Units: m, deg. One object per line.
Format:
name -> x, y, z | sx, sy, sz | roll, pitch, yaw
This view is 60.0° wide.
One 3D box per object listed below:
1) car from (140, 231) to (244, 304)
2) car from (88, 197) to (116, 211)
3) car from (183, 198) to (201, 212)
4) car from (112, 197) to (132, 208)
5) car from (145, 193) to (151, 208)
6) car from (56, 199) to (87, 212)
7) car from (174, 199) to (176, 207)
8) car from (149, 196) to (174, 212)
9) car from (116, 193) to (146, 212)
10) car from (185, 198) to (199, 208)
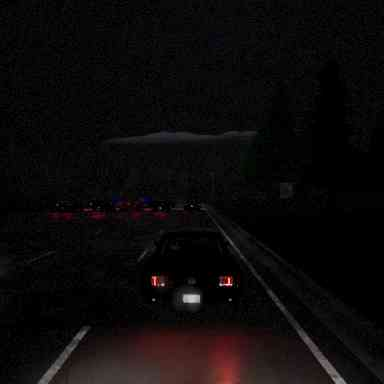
car -> -0.001, 1.601, 8.112 | 1.895, 1.301, 4.718 | 0, 0, 0
car -> -10.488, 1.505, 39.914 | 1.837, 1.490, 4.892 | 0, 0, 0
car -> 0.006, 1.564, 39.619 | 1.994, 1.385, 4.181 | 0, 0, 0
car -> -10.495, 1.478, 49.938 | 1.882, 1.535, 5.008 | 0, 0, 0
car -> -7.002, 1.221, 48.789 | 2.150, 2.045, 5.566 | 0, 0, 0
car -> -14.004, 1.526, 38.189 | 1.812, 1.442, 4.674 | 0, 0, 0
car -> -3.489, 1.564, 49.546 | 1.994, 1.385, 4.181 | 0, 0, 0
car -> -3.496, 1.505, 39.158 | 1.837, 1.490, 4.892 | 0, 0, 0
car -> -6.999, 1.352, 38.844 | 2.097, 1.767, 4.553 | 0, 0, 0
car -> 0.006, 1.564, 49.539 | 1.994, 1.385, 4.181 | 0, 0, 0
